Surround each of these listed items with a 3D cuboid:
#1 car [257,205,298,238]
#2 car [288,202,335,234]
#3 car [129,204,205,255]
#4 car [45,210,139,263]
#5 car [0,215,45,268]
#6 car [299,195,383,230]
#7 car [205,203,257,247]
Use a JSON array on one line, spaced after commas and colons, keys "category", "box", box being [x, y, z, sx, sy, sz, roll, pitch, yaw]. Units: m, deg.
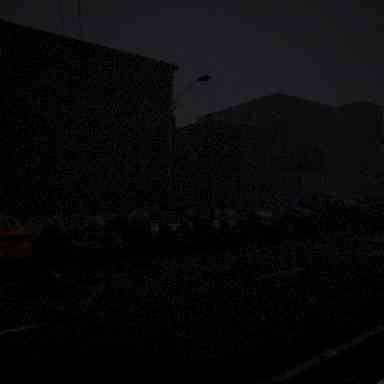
[{"category": "car", "box": [2.677, 1.508, 16.917, 2.002, 1.452, 4.674, 0, 0, -35]}, {"category": "car", "box": [4.942, 1.476, 18.527, 2.231, 1.521, 4.892, 0, 0, -35]}, {"category": "car", "box": [-1.834, 1.332, 13.667, 2.185, 1.767, 4.553, 0, 0, -35]}, {"category": "car", "box": [-4.118, 1.456, 12.085, 2.231, 1.521, 4.892, 0, 0, -35]}, {"category": "car", "box": [-6.373, 1.453, 10.466, 2.097, 1.535, 5.008, 0, 0, -36]}, {"category": "car", "box": [9.482, 1.240, 21.735, 2.435, 2.045, 5.566, 0, 0, -35]}, {"category": "car", "box": [0.431, 1.337, 15.281, 2.185, 1.767, 4.553, 0, 0, -35]}]
